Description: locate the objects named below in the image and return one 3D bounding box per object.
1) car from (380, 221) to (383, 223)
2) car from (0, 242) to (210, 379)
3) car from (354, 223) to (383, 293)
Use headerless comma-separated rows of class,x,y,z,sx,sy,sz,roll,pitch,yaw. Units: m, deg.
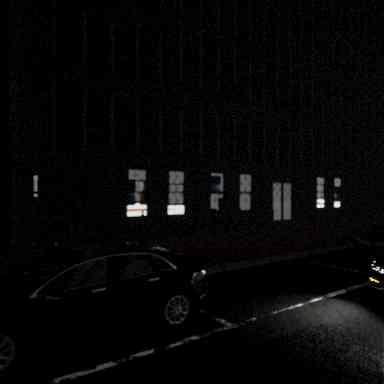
car,7.549,1.587,11.931,4.206,1.307,1.802,0,0,-35
car,-1.725,1.551,5.328,4.403,1.369,2.008,0,0,-35
car,5.970,1.508,7.627,4.892,1.490,1.837,0,0,-35
